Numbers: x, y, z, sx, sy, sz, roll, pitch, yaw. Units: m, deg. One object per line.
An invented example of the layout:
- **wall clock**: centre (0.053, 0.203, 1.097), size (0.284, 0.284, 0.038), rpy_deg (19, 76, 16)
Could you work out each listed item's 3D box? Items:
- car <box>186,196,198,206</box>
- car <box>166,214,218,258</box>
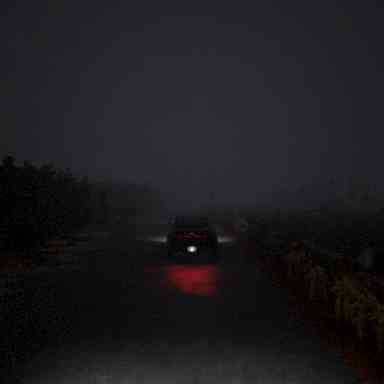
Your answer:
- **car**: centre (-0.015, 1.825, 70.218), size (2.150, 2.045, 5.566), rpy_deg (0, -1, 0)
- **car**: centre (0.014, 1.653, 13.490), size (1.837, 1.490, 4.892), rpy_deg (0, 0, 0)
